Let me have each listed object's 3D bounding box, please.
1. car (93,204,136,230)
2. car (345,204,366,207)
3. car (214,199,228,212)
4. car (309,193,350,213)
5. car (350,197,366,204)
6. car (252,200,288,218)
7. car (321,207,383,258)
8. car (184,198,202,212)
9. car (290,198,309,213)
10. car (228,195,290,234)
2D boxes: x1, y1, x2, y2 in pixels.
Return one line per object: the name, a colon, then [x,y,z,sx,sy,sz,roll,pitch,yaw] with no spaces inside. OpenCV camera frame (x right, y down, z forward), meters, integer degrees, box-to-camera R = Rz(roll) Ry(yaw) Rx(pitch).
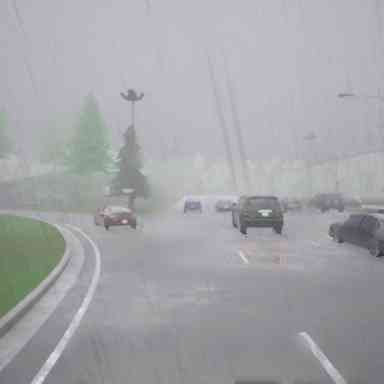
car: [-4.840,1.492,20.759,1.812,1.442,4.674,0,0,-27]
car: [10.605,1.569,18.384,1.895,1.301,4.718,0,0,0]
car: [3.608,1.502,36.974,1.994,1.385,4.181,0,0,0]
car: [14.110,1.157,35.258,2.150,2.045,5.566,0,-1,0]
car: [21.477,1.448,46.091,1.812,1.442,4.674,0,0,-42]
car: [7.108,1.496,30.937,2.033,1.411,5.357,0,0,0]
car: [7.103,1.526,12.658,2.033,1.411,5.357,0,0,0]
car: [0.109,1.415,38.013,1.882,1.535,5.008,0,0,0]
car: [10.608,1.430,36.398,2.128,1.511,4.902,0,0,0]
car: [3.605,1.190,19.036,2.150,2.045,5.566,0,0,0]
